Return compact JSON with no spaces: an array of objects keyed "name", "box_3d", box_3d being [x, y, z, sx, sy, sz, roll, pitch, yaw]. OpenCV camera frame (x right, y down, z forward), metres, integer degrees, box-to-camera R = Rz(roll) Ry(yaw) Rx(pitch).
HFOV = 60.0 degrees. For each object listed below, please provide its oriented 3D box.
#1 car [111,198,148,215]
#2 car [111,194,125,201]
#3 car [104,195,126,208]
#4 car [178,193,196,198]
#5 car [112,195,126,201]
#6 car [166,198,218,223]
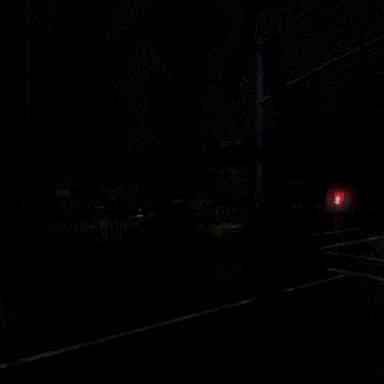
[{"name":"car","box_3d":[-6.148,1.570,33.672,1.994,1.385,4.181,0,0,-36]},{"name":"car","box_3d":[-18.807,1.378,84.356,1.970,1.475,3.806,0,0,-37]},{"name":"car","box_3d":[-10.307,1.356,45.385,2.097,1.767,4.553,0,0,-35]},{"name":"car","box_3d":[-1.778,1.083,87.609,1.932,1.855,4.605,0,0,-37]},{"name":"car","box_3d":[-16.767,1.369,76.624,1.845,1.501,3.633,0,0,-37]},{"name":"car","box_3d":[-0.117,1.484,25.690,1.882,1.535,5.008,0,0,-37]}]
